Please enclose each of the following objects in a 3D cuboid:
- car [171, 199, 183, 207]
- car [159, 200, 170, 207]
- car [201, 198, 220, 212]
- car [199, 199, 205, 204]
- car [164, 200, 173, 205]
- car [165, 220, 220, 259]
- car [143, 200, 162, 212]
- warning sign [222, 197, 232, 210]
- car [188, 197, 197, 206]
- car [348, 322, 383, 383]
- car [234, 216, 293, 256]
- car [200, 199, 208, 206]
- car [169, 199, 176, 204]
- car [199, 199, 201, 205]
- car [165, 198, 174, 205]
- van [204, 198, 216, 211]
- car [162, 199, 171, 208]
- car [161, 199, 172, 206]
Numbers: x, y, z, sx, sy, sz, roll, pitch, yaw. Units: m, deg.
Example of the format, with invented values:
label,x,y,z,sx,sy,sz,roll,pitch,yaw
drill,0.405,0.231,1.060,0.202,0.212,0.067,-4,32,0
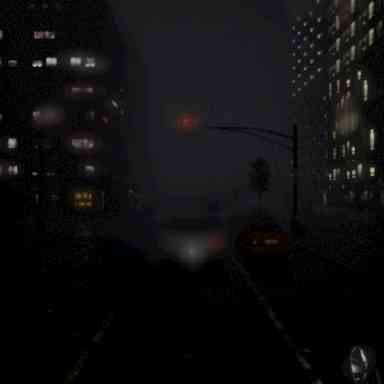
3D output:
label,x,y,z,sx,sy,sz,roll,pitch,yaw
car,-2.921,2.112,67.233,2.097,1.767,4.553,0,-1,0
car,-5.604,2.311,67.931,1.887,1.381,4.507,0,-1,0
car,2.746,1.817,45.819,2.192,1.841,5.009,0,-1,0
car,2.813,2.638,95.722,1.752,1.417,4.829,0,-1,0
car,-5.589,2.485,78.984,1.802,1.307,4.206,0,-1,0
car,0.036,1.743,13.244,1.895,1.301,4.718,0,-1,0
car,-5.632,2.053,45.827,2.008,1.369,4.403,0,-1,0
warning sign,5.137,1.655,49.074,1.300,1.860,1.060,0,0,0
car,0.098,2.388,74.593,2.033,1.411,5.357,0,-1,0
car,2.689,1.590,2.140,1.947,1.339,4.313,0,-1,0
car,2.705,1.670,13.575,1.752,1.417,4.829,0,-1,0
car,2.791,2.447,78.973,1.887,1.381,4.507,0,-1,0
car,-5.567,2.653,95.396,1.752,1.417,4.829,0,-1,0
car,2.775,2.081,67.923,2.192,1.841,5.009,0,-1,0
car,-5.583,2.412,84.512,1.967,1.590,4.097,0,-1,0
van,2.753,1.908,51.344,1.690,1.788,3.998,0,-1,0
car,-5.611,2.250,62.405,2.008,1.369,4.403,0,-1,0
car,-5.597,2.275,73.459,1.967,1.590,4.097,0,-1,0
